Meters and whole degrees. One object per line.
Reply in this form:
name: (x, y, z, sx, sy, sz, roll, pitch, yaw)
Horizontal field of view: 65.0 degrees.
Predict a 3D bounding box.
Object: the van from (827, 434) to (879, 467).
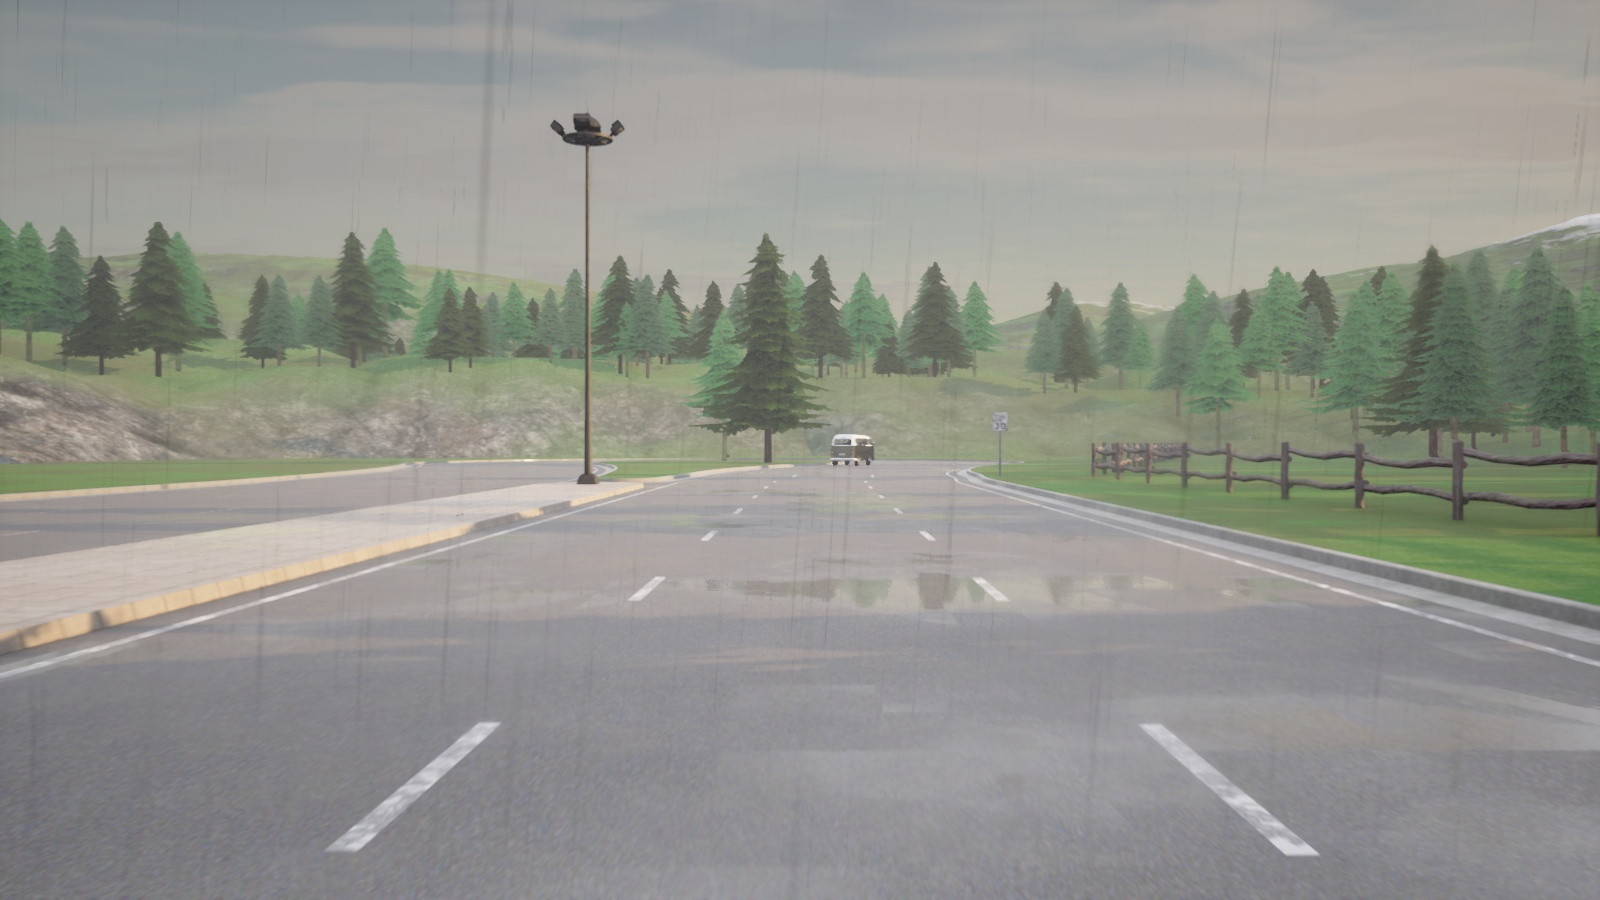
van: (3.464, 0.013, 81.667, 2.069, 2.038, 4.480, 0, 0, 20)
